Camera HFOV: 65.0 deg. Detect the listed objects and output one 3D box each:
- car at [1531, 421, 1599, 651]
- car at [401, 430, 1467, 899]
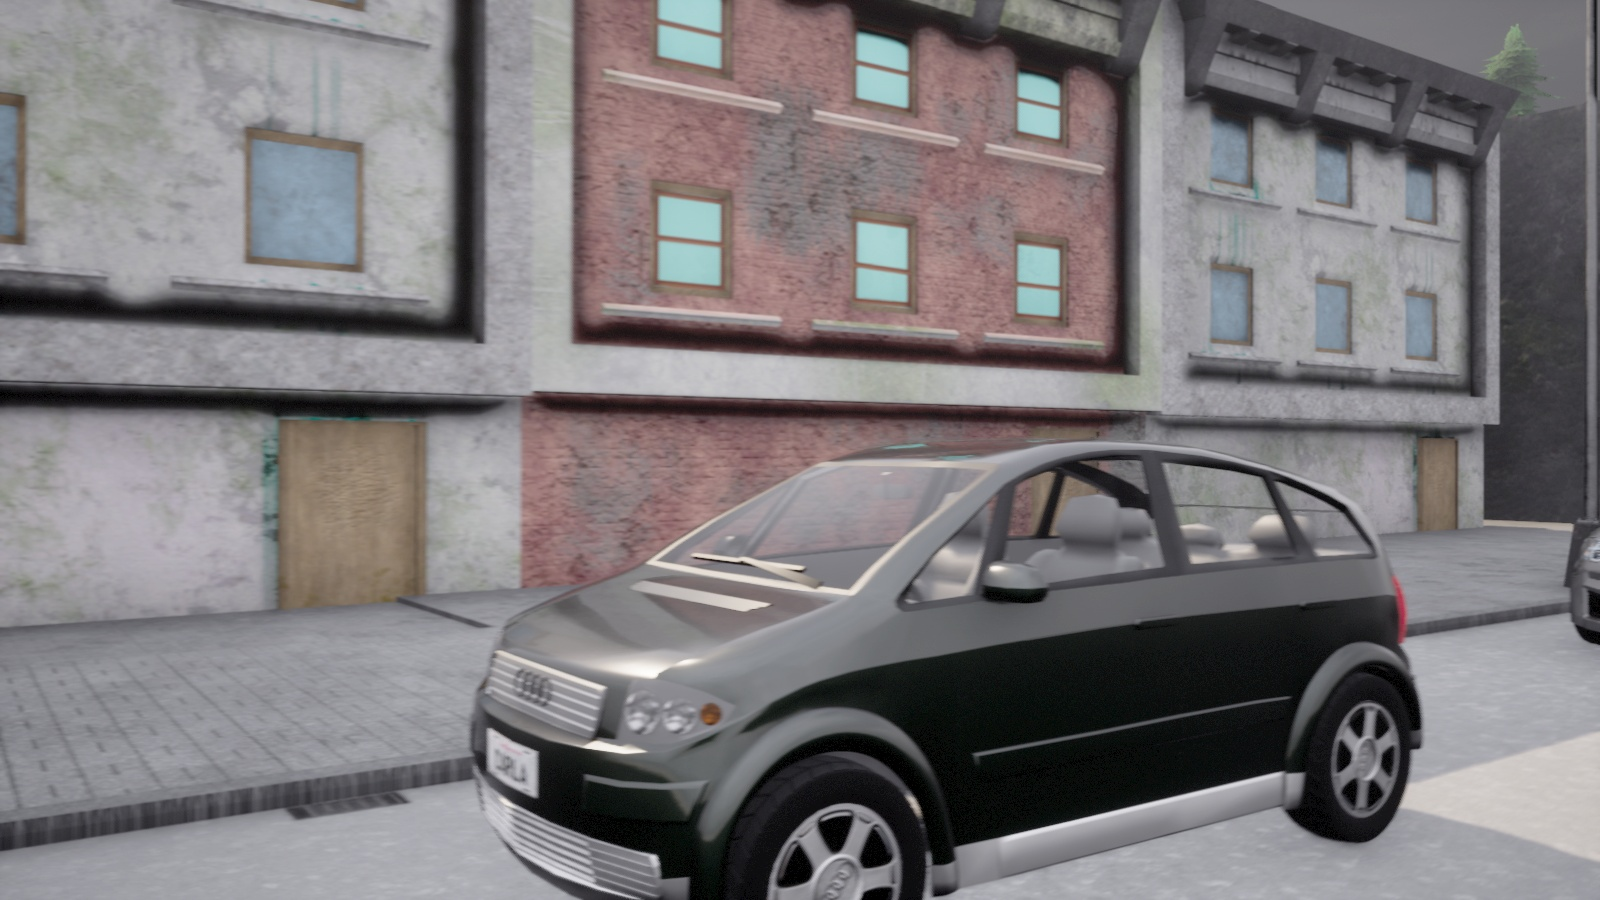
[{"bbox_3d":[8.045,0.591,9.870,4.611,1.667,2.242,-1,0,-35],"label":"car"},{"bbox_3d":[0.637,0.734,4.710,3.705,1.549,1.789,0,0,-35],"label":"car"}]
